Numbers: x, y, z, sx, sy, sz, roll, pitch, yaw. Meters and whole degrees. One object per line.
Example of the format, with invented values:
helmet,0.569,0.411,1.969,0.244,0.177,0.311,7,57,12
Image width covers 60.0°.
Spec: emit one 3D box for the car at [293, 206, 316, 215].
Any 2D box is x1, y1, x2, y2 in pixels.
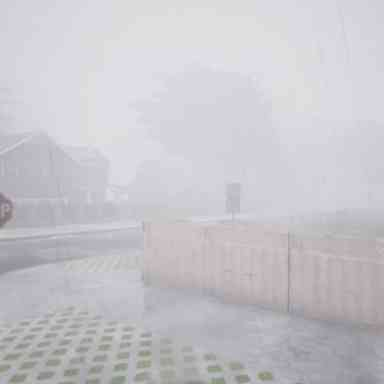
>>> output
car,15.549,2.630,45.857,1.994,1.385,4.181,1,-1,36
